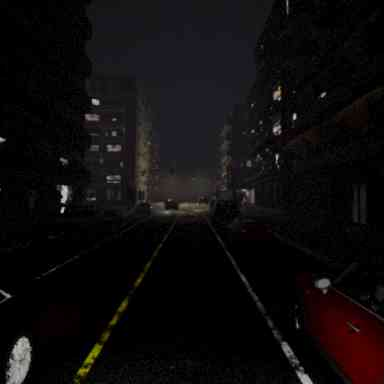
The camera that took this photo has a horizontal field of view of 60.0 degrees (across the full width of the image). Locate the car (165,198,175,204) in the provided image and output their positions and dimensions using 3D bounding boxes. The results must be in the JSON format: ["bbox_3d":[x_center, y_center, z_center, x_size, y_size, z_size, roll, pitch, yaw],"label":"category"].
[{"bbox_3d":[-5.324,2.199,80.817,1.947,1.339,4.313,1,0,0],"label":"car"}]

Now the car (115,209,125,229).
[{"bbox_3d":[-5.305,1.683,20.585,1.887,1.381,4.507,1,0,0],"label":"car"}]

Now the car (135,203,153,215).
[{"bbox_3d":[-5.312,1.851,37.178,1.802,1.307,4.206,1,0,0],"label":"car"}]

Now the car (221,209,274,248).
[{"bbox_3d":[2.543,1.681,15.000,1.802,1.307,4.206,1,0,0],"label":"car"}]

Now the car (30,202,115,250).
[{"bbox_3d":[-5.298,1.414,15.055,2.192,1.841,5.009,1,0,0],"label":"car"}]

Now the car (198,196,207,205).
[{"bbox_3d":[2.562,1.901,75.307,2.192,1.841,5.009,1,-1,0],"label":"car"}]

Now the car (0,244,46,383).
[{"bbox_3d":[-2.849,1.520,2.373,1.837,1.490,4.892,0,0,0],"label":"car"}]

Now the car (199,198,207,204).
[{"bbox_3d":[2.557,2.161,81.034,1.752,1.417,4.829,1,-1,0],"label":"car"}]

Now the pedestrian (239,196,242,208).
[{"bbox_3d":[6.996,1.464,48.337,0.375,1.860,0.375,1,-2,0],"label":"pedestrian"}]

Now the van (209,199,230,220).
[{"bbox_3d":[2.542,1.565,31.596,1.690,1.788,3.998,1,0,0],"label":"van"}]

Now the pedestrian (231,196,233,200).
[{"bbox_3d":[5.995,1.502,49.536,0.375,1.860,0.375,1,-2,0],"label":"pedestrian"}]

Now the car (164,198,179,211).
[{"bbox_3d":[-2.765,1.944,47.336,2.033,1.411,5.357,0,0,0],"label":"car"}]

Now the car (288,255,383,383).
[{"bbox_3d":[2.549,1.466,3.939,1.967,1.590,4.097,1,0,0],"label":"car"}]

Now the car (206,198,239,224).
[{"bbox_3d":[2.544,1.495,26.065,2.192,1.841,5.009,1,0,0],"label":"car"}]

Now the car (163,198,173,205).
[{"bbox_3d":[-5.322,2.152,75.256,1.947,1.339,4.313,1,0,0],"label":"car"}]

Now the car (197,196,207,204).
[{"bbox_3d":[2.558,1.999,86.431,2.192,1.841,5.009,1,-1,0],"label":"car"}]
